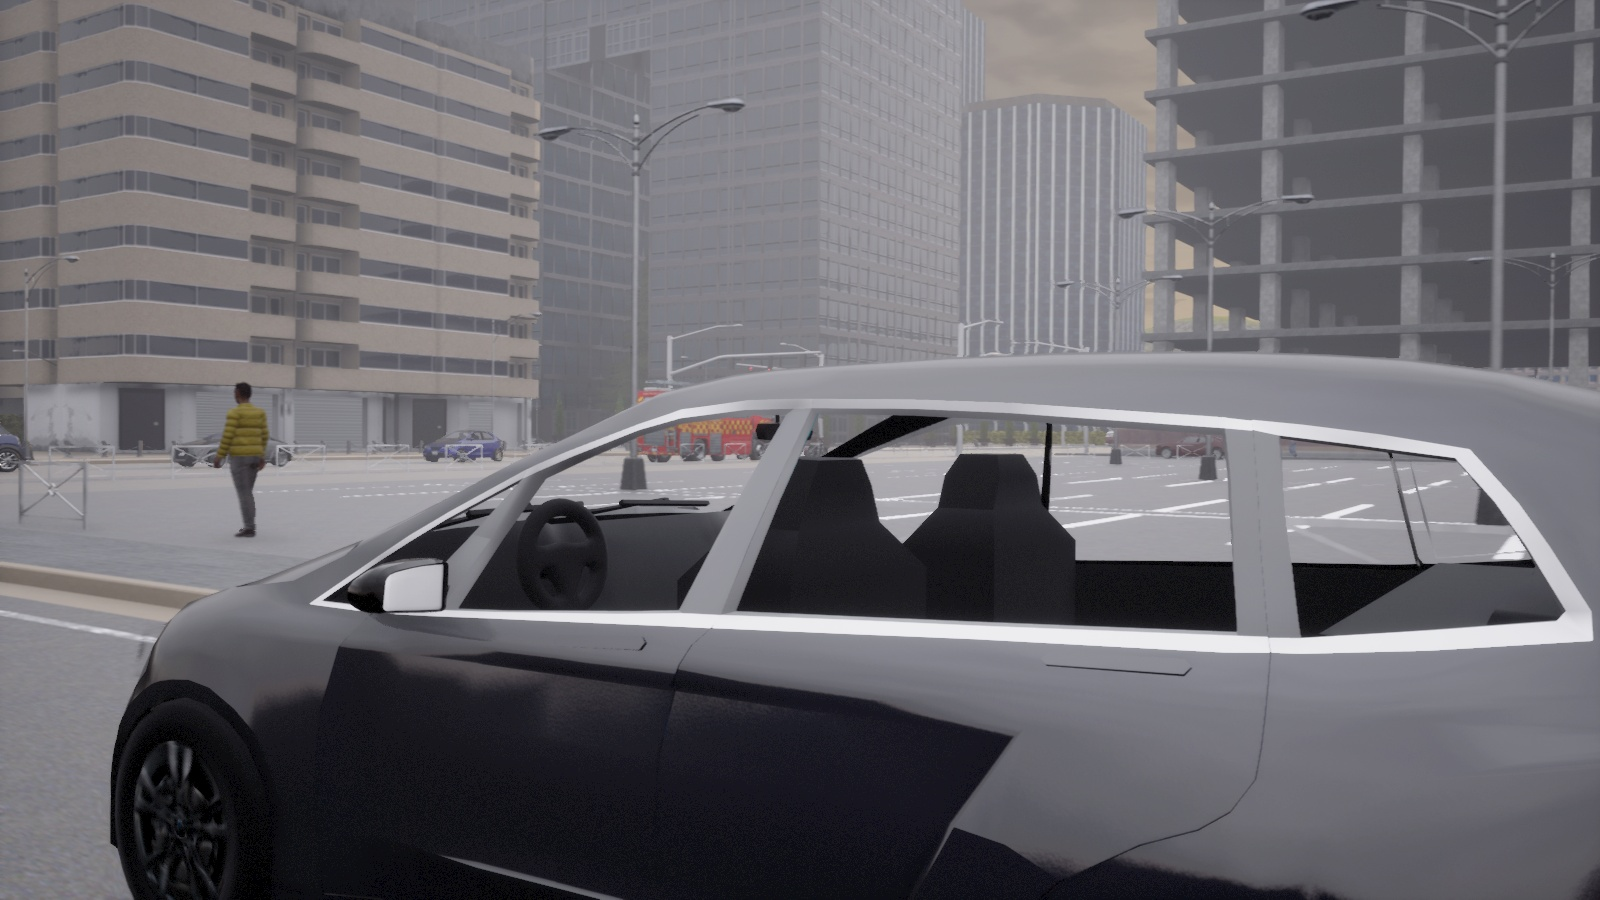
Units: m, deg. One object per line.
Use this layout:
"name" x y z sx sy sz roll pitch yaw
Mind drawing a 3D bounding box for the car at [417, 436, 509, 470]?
"car" -15.256 0.104 57.073 1.816 1.474 4.193 0 1 23

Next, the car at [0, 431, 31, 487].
"car" -26.548 0.305 38.529 2.097 1.767 4.553 0 1 32

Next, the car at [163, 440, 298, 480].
"car" -21.246 0.346 47.025 1.994 1.385 4.181 0 1 33

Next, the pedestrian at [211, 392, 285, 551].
"pedestrian" -6.542 0.246 14.881 0.709 1.840 0.431 0 1 30

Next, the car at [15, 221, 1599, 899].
"car" 0.131 0.526 3.533 4.611 1.667 2.242 0 1 34

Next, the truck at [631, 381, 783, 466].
"truck" -4.348 -1.227 60.922 2.891 3.827 8.468 0 1 32
